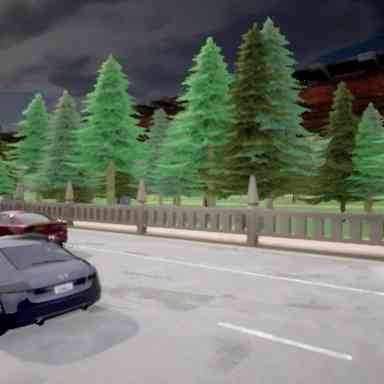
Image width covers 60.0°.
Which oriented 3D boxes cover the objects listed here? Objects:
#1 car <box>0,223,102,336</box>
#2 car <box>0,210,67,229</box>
[{"bbox_3d":[-3.756,1.563,6.672,4.181,1.385,1.994,0,0,35],"label":"car"},{"bbox_3d":[-7.035,1.478,13.315,5.008,1.535,1.882,0,0,36],"label":"car"}]
